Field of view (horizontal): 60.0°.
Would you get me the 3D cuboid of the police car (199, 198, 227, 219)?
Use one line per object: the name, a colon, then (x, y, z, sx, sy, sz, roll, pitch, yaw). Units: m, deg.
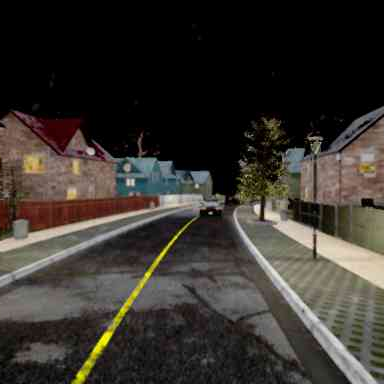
police car: (1.766, 1.519, 28.840, 2.038, 1.542, 4.974, 0, 0, 7)

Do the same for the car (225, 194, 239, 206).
car: (7.056, 1.411, 58.749, 2.150, 2.045, 5.566, 1, -2, 13)
